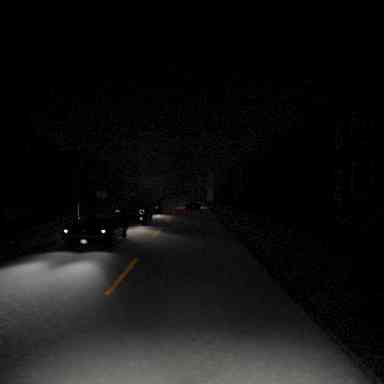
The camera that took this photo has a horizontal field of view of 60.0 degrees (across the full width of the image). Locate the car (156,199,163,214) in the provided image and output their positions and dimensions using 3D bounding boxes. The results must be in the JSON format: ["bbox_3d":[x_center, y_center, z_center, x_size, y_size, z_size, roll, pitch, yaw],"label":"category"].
[{"bbox_3d":[-4.052,1.452,33.940,1.812,1.442,4.674,0,0,0],"label":"car"}]

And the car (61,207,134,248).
[{"bbox_3d":[-4.094,1.568,14.823,1.895,1.301,4.718,0,0,0],"label":"car"}]

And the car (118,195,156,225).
[{"bbox_3d":[-4.083,1.300,23.785,2.097,1.767,4.553,0,0,0],"label":"car"}]

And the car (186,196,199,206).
[{"bbox_3d":[0.125,1.428,54.630,2.033,1.411,5.357,0,0,0],"label":"car"}]

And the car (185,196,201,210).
[{"bbox_3d":[0.123,1.436,41.249,1.812,1.442,4.674,0,0,0],"label":"car"}]
